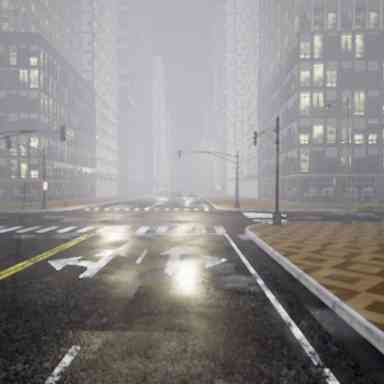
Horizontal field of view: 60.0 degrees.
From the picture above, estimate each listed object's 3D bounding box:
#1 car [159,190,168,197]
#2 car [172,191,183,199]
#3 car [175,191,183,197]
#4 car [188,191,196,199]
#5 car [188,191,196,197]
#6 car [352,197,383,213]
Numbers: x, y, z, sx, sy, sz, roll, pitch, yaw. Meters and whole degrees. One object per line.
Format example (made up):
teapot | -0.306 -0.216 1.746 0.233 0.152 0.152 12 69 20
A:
car | -6.486 0.264 76.781 2.128 1.511 4.902 0 1 0
car | -3.236 0.510 72.586 2.097 1.767 4.553 0 1 0
car | -3.234 0.498 82.647 1.895 1.301 4.718 0 0 0
car | 0.014 0.747 73.064 1.895 1.301 4.718 0 1 0
car | 0.016 0.468 83.033 1.994 1.385 4.181 0 0 0
car | 17.093 1.147 30.032 4.829 1.417 1.752 0 1 2
